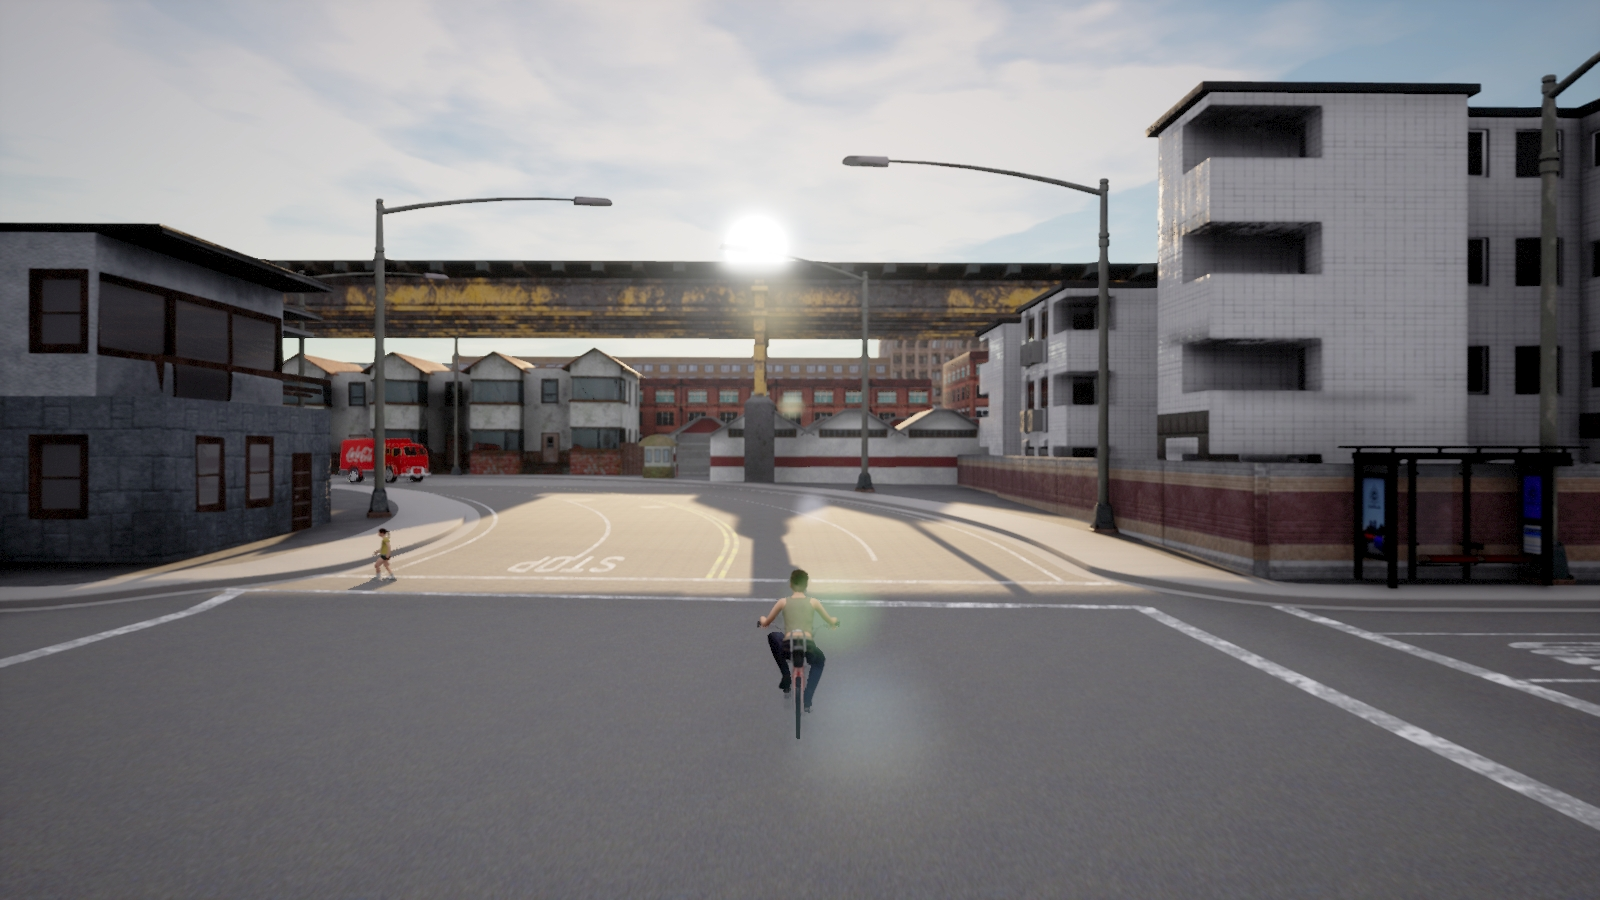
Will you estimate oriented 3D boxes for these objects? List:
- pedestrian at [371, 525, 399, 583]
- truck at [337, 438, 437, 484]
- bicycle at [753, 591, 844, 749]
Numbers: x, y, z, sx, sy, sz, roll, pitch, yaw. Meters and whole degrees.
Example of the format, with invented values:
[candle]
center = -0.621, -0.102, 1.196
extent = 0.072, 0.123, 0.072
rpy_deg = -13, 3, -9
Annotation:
[pedestrian]
center = -8.286, 2.069, 22.834
extent = 0.500, 1.100, 0.500
rpy_deg = 0, 0, -18
[truck]
center = -22.942, 0.608, 63.448
extent = 5.204, 2.467, 2.627
rpy_deg = 0, 0, 33
[bicycle]
center = -0.012, 2.160, 11.503
extent = 0.859, 1.301, 1.487
rpy_deg = 0, 0, 0
